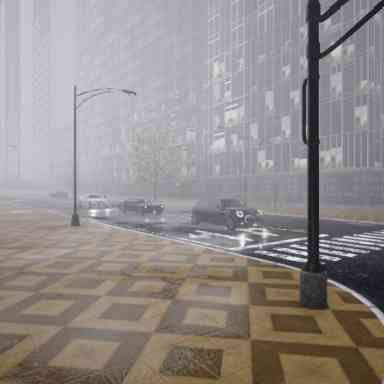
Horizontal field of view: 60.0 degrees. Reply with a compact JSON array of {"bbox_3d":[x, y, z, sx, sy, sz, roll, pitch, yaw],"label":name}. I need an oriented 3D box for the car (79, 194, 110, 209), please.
[{"bbox_3d":[-10.456,0.911,34.993,1.812,1.442,4.674,0,1,-38],"label":"car"}]

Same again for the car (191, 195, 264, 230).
[{"bbox_3d":[1.945,1.104,19.239,2.097,1.767,4.553,0,1,-38],"label":"car"}]

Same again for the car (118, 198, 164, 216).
[{"bbox_3d":[-4.212,1.171,27.044,1.895,1.301,4.718,0,1,-38],"label":"car"}]

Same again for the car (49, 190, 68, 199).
[{"bbox_3d":[-22.401,0.421,55.789,1.882,1.535,5.008,0,1,-38],"label":"car"}]
